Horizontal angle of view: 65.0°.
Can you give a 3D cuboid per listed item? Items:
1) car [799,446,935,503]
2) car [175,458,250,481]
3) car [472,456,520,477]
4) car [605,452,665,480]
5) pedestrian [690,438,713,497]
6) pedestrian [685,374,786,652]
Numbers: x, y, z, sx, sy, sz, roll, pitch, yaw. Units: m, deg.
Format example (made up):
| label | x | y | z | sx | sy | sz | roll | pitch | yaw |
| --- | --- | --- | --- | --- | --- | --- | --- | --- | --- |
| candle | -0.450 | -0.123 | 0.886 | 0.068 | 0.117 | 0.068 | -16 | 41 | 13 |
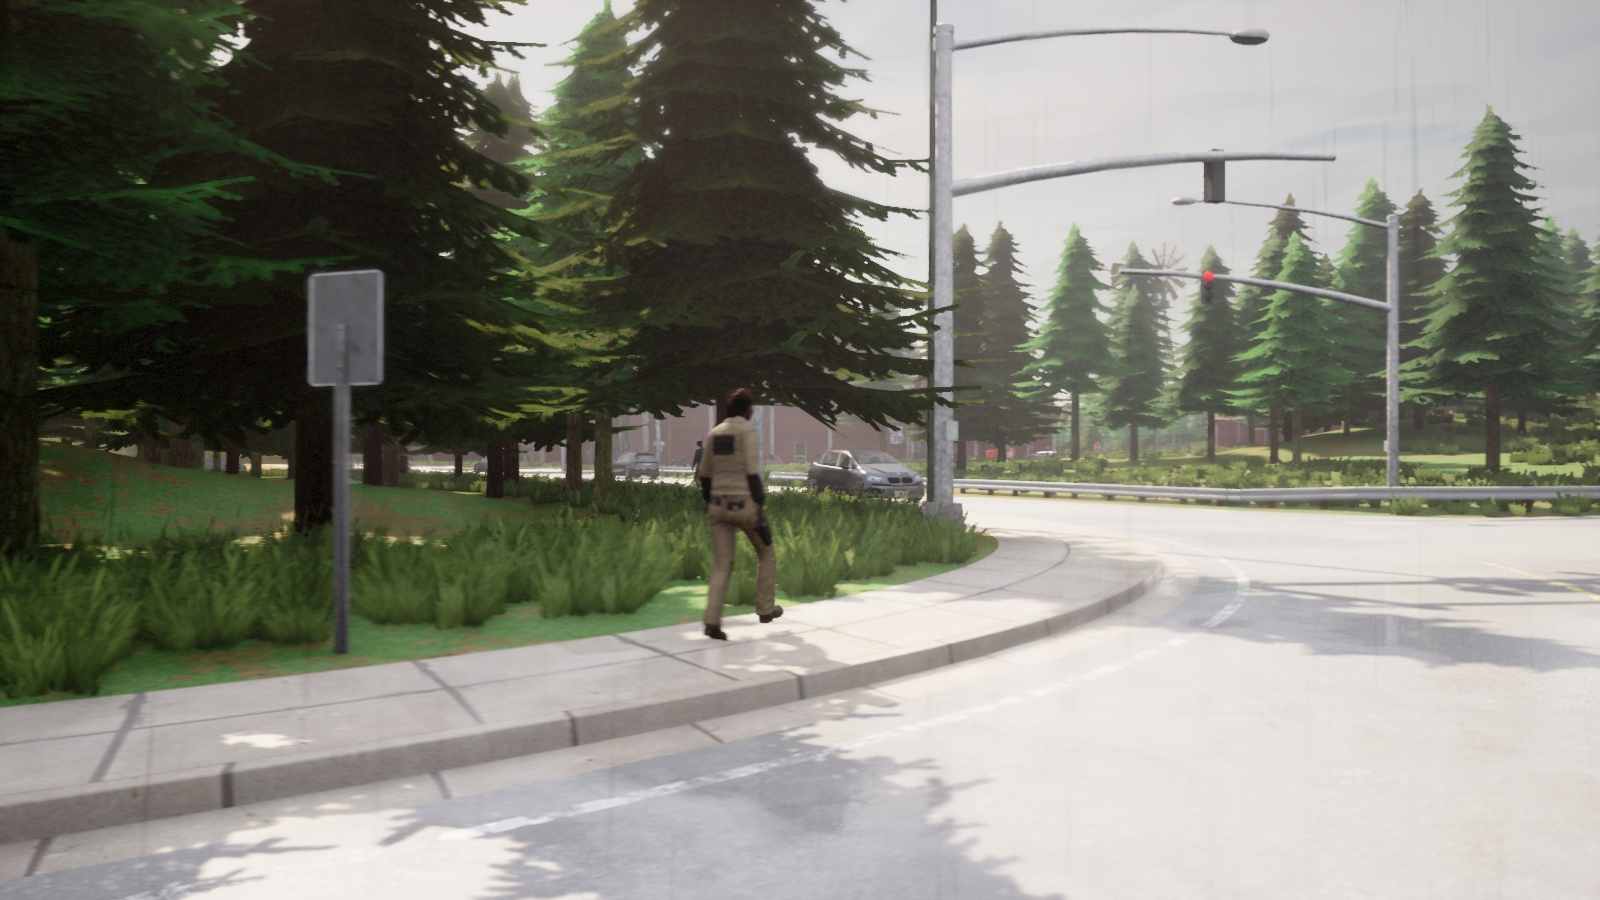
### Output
| label | x | y | z | sx | sy | sz | roll | pitch | yaw |
| --- | --- | --- | --- | --- | --- | --- | --- | --- | --- |
| car | 2.029 | 0.718 | 39.457 | 2.242 | 1.667 | 4.611 | 0 | 0 | -27 |
| car | -36.860 | 1.215 | 78.789 | 4.181 | 1.385 | 1.994 | 0 | 0 | -28 |
| car | -22.058 | 1.183 | 90.993 | 2.033 | 1.411 | 5.357 | 0 | 0 | -29 |
| car | -10.126 | 0.971 | 76.846 | 2.033 | 1.649 | 4.856 | 0 | 0 | -28 |
| pedestrian | -3.118 | 0.555 | 39.786 | 0.370 | 1.835 | 0.726 | 0 | 0 | -38 |
| pedestrian | -0.462 | 0.440 | 9.112 | 0.396 | 1.930 | 0.692 | 0 | 0 | 34 |
